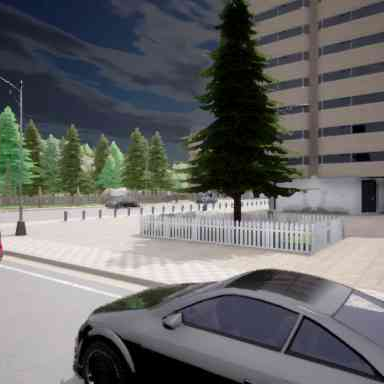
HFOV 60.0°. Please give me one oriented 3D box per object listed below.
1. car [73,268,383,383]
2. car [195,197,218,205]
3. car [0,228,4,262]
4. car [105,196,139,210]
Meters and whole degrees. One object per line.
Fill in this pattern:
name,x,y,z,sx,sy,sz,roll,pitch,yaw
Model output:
car,0.656,1.564,3.522,4.181,1.385,1.994,0,0,35
car,2.722,1.551,60.151,2.033,1.411,5.357,0,0,35
car,-7.415,1.221,9.228,5.566,2.045,2.150,0,0,36
car,-9.153,1.351,43.634,2.097,1.767,4.553,0,0,35
